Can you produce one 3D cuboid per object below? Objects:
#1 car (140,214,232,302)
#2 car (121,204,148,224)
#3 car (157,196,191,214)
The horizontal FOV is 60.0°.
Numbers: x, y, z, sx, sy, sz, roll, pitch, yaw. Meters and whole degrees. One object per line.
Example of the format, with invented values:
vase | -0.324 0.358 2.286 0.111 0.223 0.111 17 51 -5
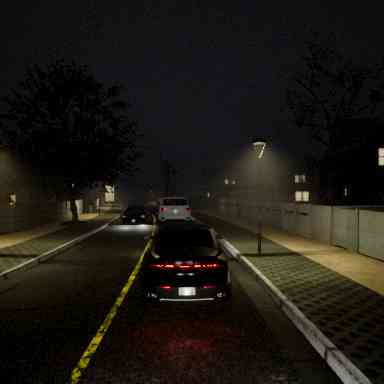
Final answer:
car | -0.181 1.519 8.309 1.837 1.490 4.892 0 0 -2
car | -4.429 1.683 26.187 2.033 1.411 5.357 0 -1 -6
car | -1.312 1.335 24.231 2.150 2.045 5.566 0 -1 -5
